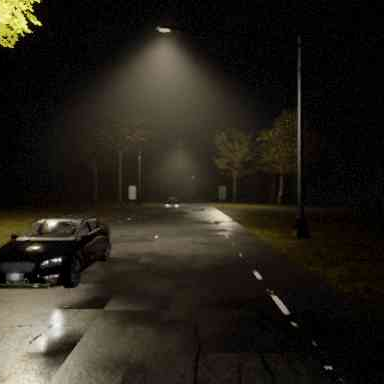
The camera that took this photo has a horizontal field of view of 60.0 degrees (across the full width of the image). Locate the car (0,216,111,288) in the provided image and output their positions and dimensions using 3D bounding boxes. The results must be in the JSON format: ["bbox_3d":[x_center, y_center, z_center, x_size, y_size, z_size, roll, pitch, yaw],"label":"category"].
[{"bbox_3d":[-3.603,1.466,9.234,2.128,1.511,4.902,0,0,0],"label":"car"}]

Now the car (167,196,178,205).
[{"bbox_3d":[-3.552,1.524,61.018,1.882,1.535,5.008,0,0,1],"label":"car"}]
